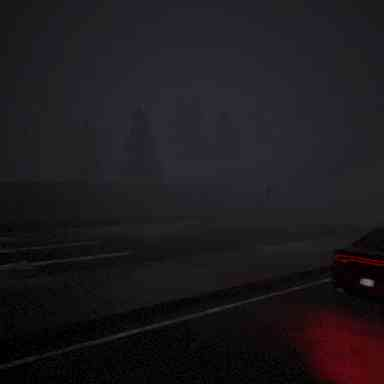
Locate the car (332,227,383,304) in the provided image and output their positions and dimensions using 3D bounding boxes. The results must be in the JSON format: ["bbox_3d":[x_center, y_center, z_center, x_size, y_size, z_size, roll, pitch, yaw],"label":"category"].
[{"bbox_3d":[5.172,1.477,7.436,5.008,1.535,1.882,0,0,-35],"label":"car"}]
